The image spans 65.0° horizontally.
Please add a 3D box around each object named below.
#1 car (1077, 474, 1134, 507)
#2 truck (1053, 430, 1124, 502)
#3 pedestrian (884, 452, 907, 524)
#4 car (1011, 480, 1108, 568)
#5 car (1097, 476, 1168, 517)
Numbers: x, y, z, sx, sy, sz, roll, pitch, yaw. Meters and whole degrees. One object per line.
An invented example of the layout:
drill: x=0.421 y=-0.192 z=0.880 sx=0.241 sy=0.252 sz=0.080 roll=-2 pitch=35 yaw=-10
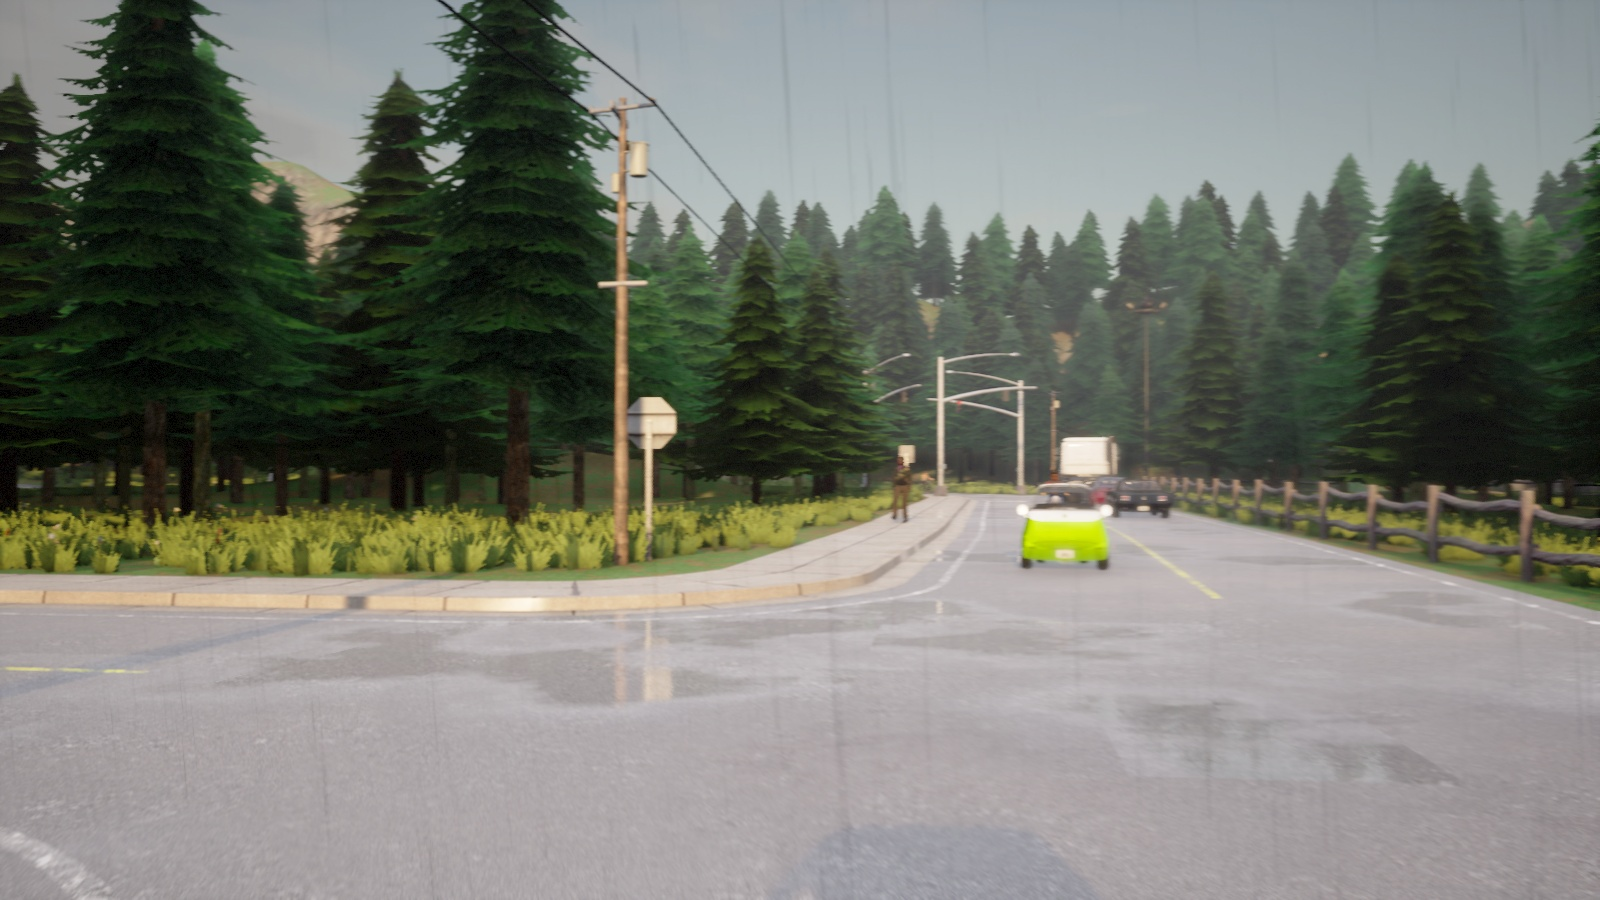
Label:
car: x=13.144 y=1.722 z=54.260 sx=1.994 sy=1.385 sz=4.181 roll=0 pitch=-1 yaw=9
truck: x=14.632 y=0.834 z=64.167 sx=2.891 sy=3.462 sz=7.936 roll=0 pitch=-1 yaw=8
pedestrian: x=2.589 y=1.033 z=34.014 sx=0.395 sy=1.930 sz=0.692 roll=-1 pitch=-1 yaw=27
car: x=4.284 y=1.196 z=20.880 sx=1.481 sy=1.376 sz=2.207 roll=-1 pitch=-1 yaw=10
car: x=11.593 y=1.596 z=44.042 sx=1.895 sy=1.301 sz=4.718 roll=0 pitch=-1 yaw=8
